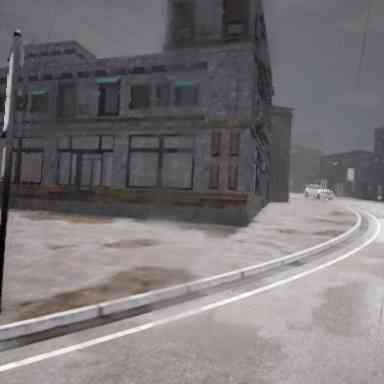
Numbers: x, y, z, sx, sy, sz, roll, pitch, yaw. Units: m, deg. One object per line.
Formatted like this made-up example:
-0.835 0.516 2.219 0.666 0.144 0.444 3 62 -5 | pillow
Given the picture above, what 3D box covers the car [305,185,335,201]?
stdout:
18.271 0.036 47.802 2.150 2.045 5.566 3 2 -7 | car
